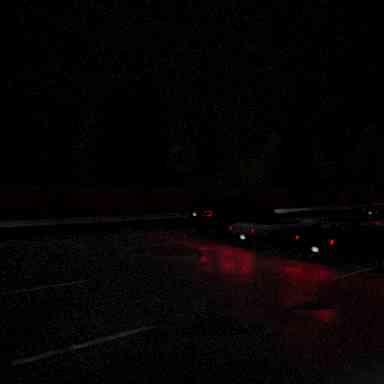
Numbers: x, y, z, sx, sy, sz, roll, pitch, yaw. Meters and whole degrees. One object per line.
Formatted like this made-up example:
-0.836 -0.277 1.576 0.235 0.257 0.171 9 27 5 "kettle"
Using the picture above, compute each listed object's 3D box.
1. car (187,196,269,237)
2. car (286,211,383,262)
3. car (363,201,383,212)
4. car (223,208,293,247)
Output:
2.318 1.220 18.297 5.566 2.045 2.150 0 0 -35 "car"
5.859 1.599 12.225 4.718 1.301 1.895 0 0 -35 "car"
16.325 1.521 28.345 4.674 1.442 1.812 0 0 -36 "car"
3.921 1.599 15.142 4.718 1.301 1.895 0 0 -35 "car"
